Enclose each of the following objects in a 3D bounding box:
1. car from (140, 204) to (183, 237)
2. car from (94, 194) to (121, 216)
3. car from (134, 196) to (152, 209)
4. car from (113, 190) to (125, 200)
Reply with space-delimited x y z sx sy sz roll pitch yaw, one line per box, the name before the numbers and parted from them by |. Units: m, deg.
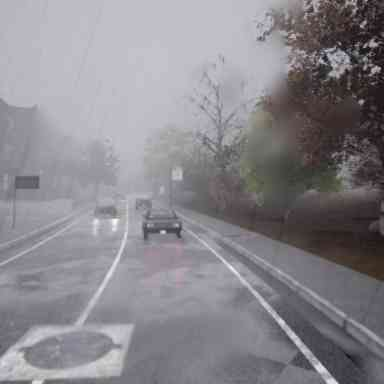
car | -1.716 1.575 17.861 1.895 1.301 4.718 1 0 -9
car | -7.697 1.271 30.110 1.882 1.535 5.008 1 1 -11
car | -6.011 1.227 40.851 1.837 1.490 4.892 1 1 -11
car | -15.500 0.541 71.013 2.150 2.045 5.566 1 1 -11
